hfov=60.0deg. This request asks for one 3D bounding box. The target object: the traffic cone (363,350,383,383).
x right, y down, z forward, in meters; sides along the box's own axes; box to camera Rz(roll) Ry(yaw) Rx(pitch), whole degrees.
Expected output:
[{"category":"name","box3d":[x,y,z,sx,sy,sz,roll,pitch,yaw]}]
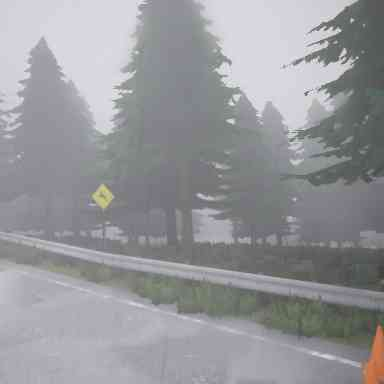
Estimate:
[{"category":"traffic cone","box3d":[1.779,1.956,3.279,0.340,0.580,0.340,0,0,34]}]

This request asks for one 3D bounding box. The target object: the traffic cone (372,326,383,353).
[{"category":"traffic cone","box3d":[2.325,1.956,4.115,0.340,0.580,0.340,0,0,34]}]
